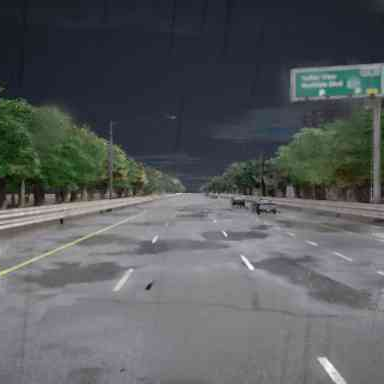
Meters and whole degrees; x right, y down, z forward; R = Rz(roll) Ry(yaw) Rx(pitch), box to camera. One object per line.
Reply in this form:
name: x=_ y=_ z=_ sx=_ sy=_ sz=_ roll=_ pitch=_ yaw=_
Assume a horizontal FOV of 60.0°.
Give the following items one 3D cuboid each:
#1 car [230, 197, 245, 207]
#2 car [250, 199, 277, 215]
car: x=7.058 y=1.481 z=52.009 sx=1.882 sy=1.535 sz=5.008 roll=0 pitch=0 yaw=0
car: x=7.037 y=1.482 z=33.056 sx=2.128 sy=1.511 sz=4.902 roll=0 pitch=0 yaw=0
